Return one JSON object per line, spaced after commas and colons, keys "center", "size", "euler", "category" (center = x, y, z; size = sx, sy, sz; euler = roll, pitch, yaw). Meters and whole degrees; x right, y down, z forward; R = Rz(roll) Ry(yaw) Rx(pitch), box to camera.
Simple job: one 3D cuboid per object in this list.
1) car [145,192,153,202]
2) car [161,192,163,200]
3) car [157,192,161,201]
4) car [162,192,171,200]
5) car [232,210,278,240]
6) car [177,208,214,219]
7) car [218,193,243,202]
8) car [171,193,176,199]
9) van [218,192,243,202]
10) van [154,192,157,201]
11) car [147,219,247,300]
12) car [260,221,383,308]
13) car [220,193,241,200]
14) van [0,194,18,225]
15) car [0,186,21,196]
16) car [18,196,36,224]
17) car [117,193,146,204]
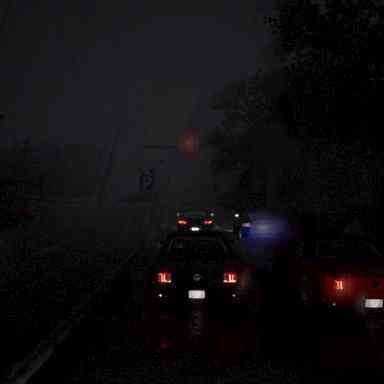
{"center": [-10.794, 1.315, 64.377], "size": [5.366, 1.575, 1.946], "euler": [-1, 0, -15], "category": "car"}
{"center": [-9.634, 1.359, 76.335], "size": [4.674, 1.452, 2.002], "euler": [-1, 0, -13], "category": "car"}
{"center": [-10.007, 1.321, 73.340], "size": [4.892, 1.521, 2.231], "euler": [-1, 0, -14], "category": "car"}
{"center": [-8.446, 1.357, 85.319], "size": [4.674, 1.452, 2.002], "euler": [-1, 0, -12], "category": "car"}
{"center": [3.165, 1.588, 16.635], "size": [1.994, 1.385, 4.181], "euler": [0, 0, 1], "category": "car"}
{"center": [0.172, 1.552, 17.480], "size": [1.812, 1.442, 4.674], "euler": [0, 0, 1], "category": "car"}
{"center": [7.672, 1.141, 66.947], "size": [4.553, 1.767, 2.185], "euler": [1, 0, -14], "category": "car"}
{"center": [-7.995, 1.064, 88.325], "size": [5.566, 2.045, 2.435], "euler": [-1, 0, -12], "category": "car"}
{"center": [7.288, 1.042, 63.978], "size": [4.442, 1.987, 1.878], "euler": [1, 0, -14], "category": "van"}
{"center": [-10.235, 1.092, 70.369], "size": [4.442, 1.987, 1.878], "euler": [-1, 0, -14], "category": "van"}
{"center": [0.110, 1.612, 8.378], "size": [1.895, 1.301, 4.718], "euler": [0, 0, 0], "category": "car"}
{"center": [3.121, 1.611, 7.888], "size": [1.895, 1.301, 4.718], "euler": [0, 0, 0], "category": "car"}
{"center": [9.464, 1.128, 81.647], "size": [4.553, 1.767, 2.185], "euler": [1, 0, -12], "category": "car"}
{"center": [-13.601, 1.296, 20.601], "size": [4.442, 1.987, 1.878], "euler": [-1, 0, -19], "category": "van"}
{"center": [-28.161, 0.136, 52.254], "size": [2.002, 1.452, 4.674], "euler": [6, -3, -19], "category": "car"}
{"center": [-13.625, 1.403, 23.578], "size": [4.553, 1.767, 2.185], "euler": [-1, 0, -19], "category": "car"}
{"center": [-11.439, 1.357, 61.385], "size": [4.792, 1.488, 2.163], "euler": [-1, 0, -15], "category": "car"}
